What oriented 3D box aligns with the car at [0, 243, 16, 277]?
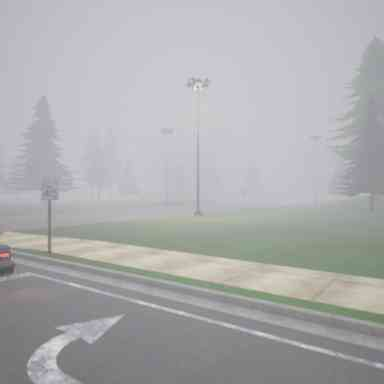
[{"bbox_3d":[-6.705,1.520,8.627,5.357,1.411,2.033,0,0,35],"label":"car"}]
